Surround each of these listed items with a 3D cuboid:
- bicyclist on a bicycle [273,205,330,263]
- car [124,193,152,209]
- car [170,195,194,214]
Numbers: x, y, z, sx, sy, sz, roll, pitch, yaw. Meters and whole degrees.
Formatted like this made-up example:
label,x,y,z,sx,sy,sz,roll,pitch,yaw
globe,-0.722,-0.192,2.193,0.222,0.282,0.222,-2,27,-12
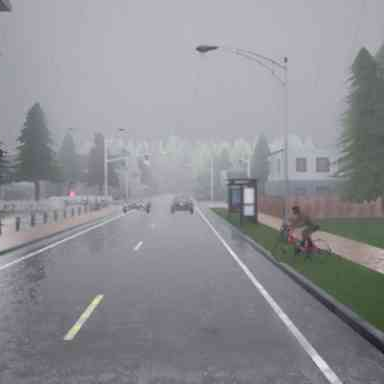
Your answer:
label,x,y,z,sx,sy,sz,roll,pitch,yaw
bicyclist on a bicycle,3.079,1.204,9.339,1.656,1.620,0.582,0,0,-2
car,-4.331,0.762,27.139,2.097,1.767,4.553,0,0,-2
car,-0.943,1.087,31.782,2.097,1.767,4.553,0,0,-1
